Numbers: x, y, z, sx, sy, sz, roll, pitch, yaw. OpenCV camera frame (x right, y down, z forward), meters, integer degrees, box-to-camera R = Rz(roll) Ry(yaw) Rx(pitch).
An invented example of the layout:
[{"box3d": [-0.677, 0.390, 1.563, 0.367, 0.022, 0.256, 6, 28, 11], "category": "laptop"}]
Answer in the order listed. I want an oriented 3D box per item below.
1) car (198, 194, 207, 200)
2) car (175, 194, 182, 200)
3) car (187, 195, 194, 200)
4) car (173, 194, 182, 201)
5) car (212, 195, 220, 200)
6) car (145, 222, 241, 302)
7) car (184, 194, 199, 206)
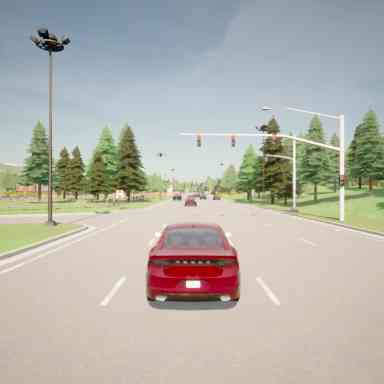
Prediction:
[{"box3d": [3.139, 1.524, 94.414, 1.812, 1.442, 4.674, 0, 0, 0], "category": "car"}, {"box3d": [-3.859, 1.310, 93.974, 1.882, 1.535, 5.008, 0, 0, 0], "category": "car"}, {"box3d": [-0.359, 1.428, 94.018, 1.895, 1.301, 4.718, 0, 0, 0], "category": "car"}, {"box3d": [-3.819, 1.469, 83.554, 1.882, 1.535, 5.008, 0, 0, 0], "category": "car"}, {"box3d": [6.653, 1.525, 90.678, 2.128, 1.511, 4.902, 0, 0, 0], "category": "car"}, {"box3d": [0.031, 1.478, 8.353, 1.882, 1.535, 5.008, 0, 0, 0], "category": "car"}, {"box3d": [-0.201, 1.526, 52.955, 1.812, 1.442, 4.674, 0, 0, 0], "category": "car"}]
